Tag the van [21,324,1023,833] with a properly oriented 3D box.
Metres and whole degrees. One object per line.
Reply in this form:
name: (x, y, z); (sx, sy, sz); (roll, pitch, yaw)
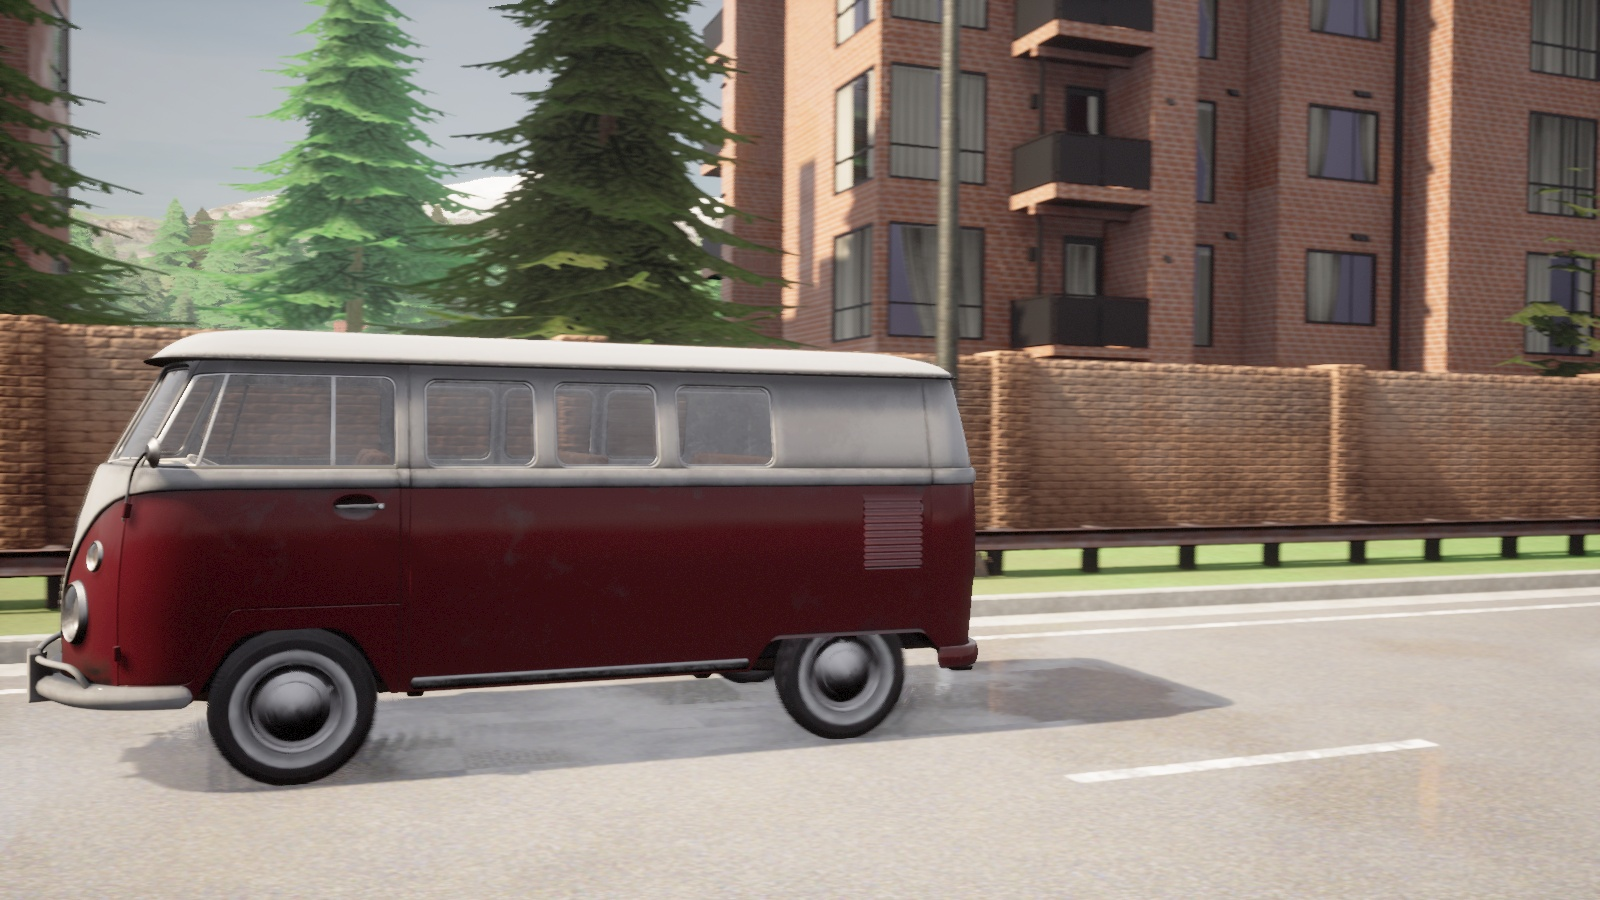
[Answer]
van: (-1.250, 0.458, 6.505); (4.442, 1.987, 1.775); (-1, 1, -21)
